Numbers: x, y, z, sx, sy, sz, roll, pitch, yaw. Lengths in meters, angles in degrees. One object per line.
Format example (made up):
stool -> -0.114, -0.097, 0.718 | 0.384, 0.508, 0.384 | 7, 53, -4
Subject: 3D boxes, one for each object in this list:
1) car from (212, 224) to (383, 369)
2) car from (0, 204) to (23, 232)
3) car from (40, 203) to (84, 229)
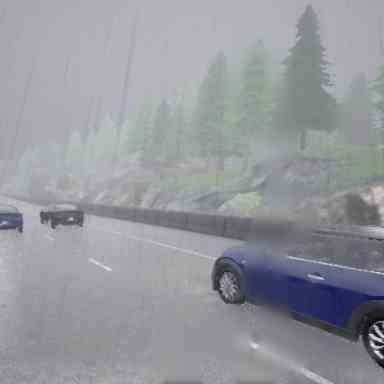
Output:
car -> 2.369, 1.354, 6.018 | 2.097, 1.767, 4.553 | 0, 0, -35
car -> -11.060, 1.456, 19.185 | 1.882, 1.535, 5.008 | 0, 0, -35
car -> -8.596, 1.460, 21.772 | 1.882, 1.535, 5.008 | 0, 0, -35
